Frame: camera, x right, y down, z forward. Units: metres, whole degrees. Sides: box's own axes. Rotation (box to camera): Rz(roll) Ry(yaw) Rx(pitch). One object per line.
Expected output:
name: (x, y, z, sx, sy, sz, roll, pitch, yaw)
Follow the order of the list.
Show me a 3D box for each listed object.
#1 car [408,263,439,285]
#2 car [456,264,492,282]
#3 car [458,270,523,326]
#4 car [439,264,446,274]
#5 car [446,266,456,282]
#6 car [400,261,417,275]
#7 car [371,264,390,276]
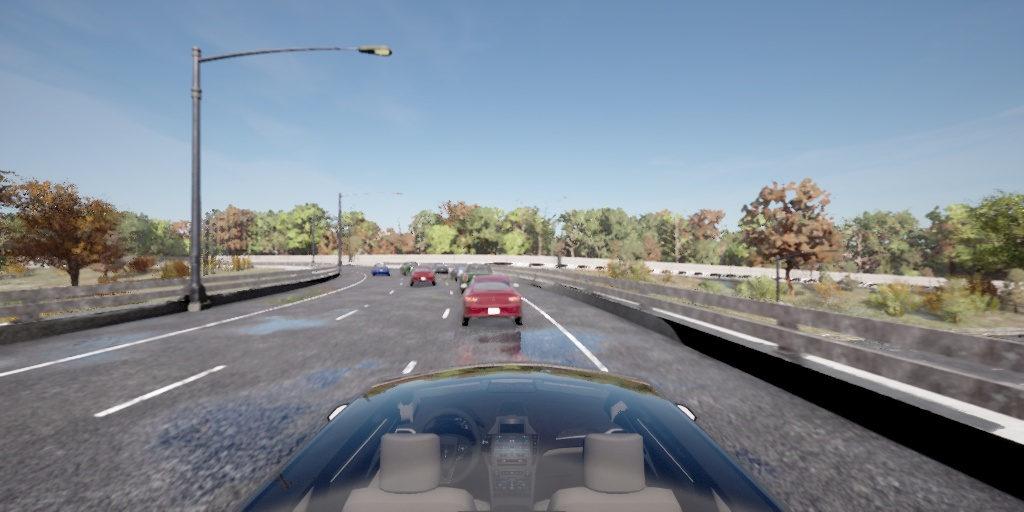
car: (-7.041, 1.498, 28.397, 1.812, 1.442, 4.674, 0, 0, -14)
car: (-2.105, 1.258, 21.748, 2.097, 1.767, 4.553, 0, 0, -10)
car: (-0.718, 1.354, 12.010, 1.812, 1.442, 4.674, 0, -1, -6)
car: (-9.442, 1.676, 46.120, 1.994, 1.385, 4.181, 0, 0, -23)
car: (-4.514, 1.542, 32.669, 2.033, 1.411, 5.357, 0, 0, -16)
car: (-12.849, 1.468, 45.182, 2.097, 1.767, 4.553, 0, -1, -23)
car: (-16.302, 1.688, 44.393, 1.994, 1.385, 4.181, 0, 0, -23)
